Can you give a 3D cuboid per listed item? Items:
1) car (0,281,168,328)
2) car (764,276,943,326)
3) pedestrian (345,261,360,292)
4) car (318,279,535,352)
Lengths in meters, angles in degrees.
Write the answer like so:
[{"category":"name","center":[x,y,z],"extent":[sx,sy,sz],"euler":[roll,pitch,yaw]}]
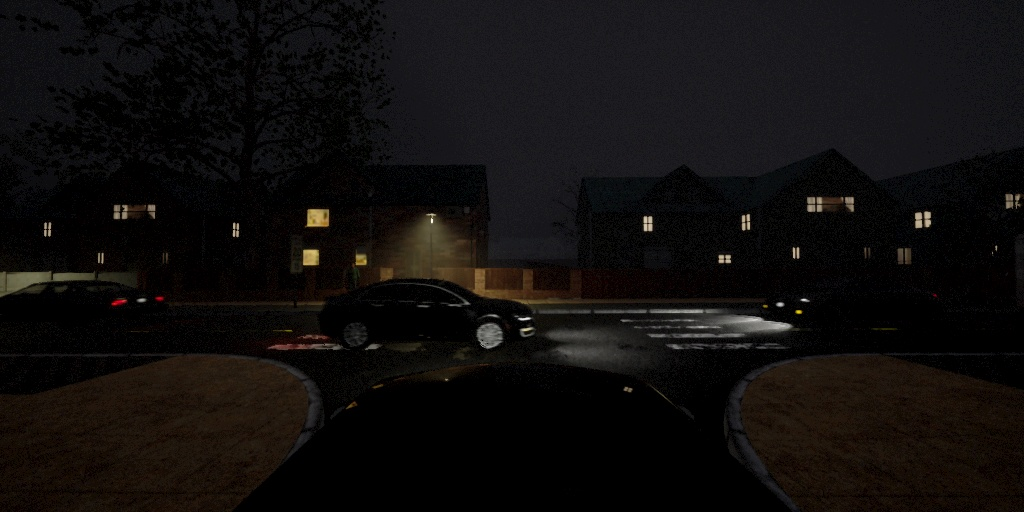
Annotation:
[{"category":"car","center":[-14.615,1.529,11.804],"extent":[5.357,1.411,2.033],"euler":[-1,-1,2]},{"category":"car","center":[10.311,1.308,11.060],"extent":[4.181,1.385,1.994],"euler":[0,-1,2]},{"category":"pedestrian","center":[-6.468,1.113,14.482],"extent":[0.375,1.860,0.375],"euler":[0,-1,2]},{"category":"car","center":[-1.907,1.293,8.471],"extent":[4.892,1.490,1.837],"euler":[0,-1,2]}]
